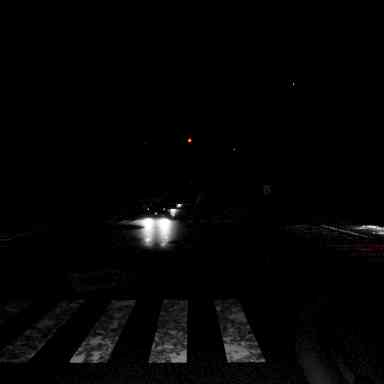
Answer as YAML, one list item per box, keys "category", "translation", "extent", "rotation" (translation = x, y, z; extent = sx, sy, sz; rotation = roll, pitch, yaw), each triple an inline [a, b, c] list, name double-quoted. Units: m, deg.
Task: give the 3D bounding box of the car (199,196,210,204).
- category: "car"
  translation: [2.355, 1.641, 47.217]
  extent: [1.802, 1.307, 4.206]
  rotation: [0, 0, 0]

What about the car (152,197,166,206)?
- category: "car"
  translation: [-5.655, 1.634, 58.249]
  extent: [2.008, 1.369, 4.403]
  rotation: [0, 0, 0]

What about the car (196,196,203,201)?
- category: "car"
  translation: [2.003, 1.698, 90.163]
  extent: [1.812, 1.442, 4.674]
  rotation: [0, 0, 0]

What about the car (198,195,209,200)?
- category: "car"
  translation: [2.362, 1.637, 52.728]
  extent: [1.947, 1.339, 4.313]
  rotation: [0, 0, 0]

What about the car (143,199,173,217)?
- category: "car"
  translation: [-3.172, 1.634, 32.088]
  extent: [1.895, 1.301, 4.718]
  rotation: [0, 0, 1]

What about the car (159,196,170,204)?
- category: "car"
  translation: [-5.640, 1.552, 69.271]
  extent: [1.967, 1.590, 4.097]
  rotation: [0, 0, 0]

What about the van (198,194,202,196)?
- category: "van"
  translation: [2.370, 1.424, 58.238]
  extent: [1.690, 1.788, 3.998]
  rotation: [0, 0, 0]

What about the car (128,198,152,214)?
- category: "car"
  translation: [-5.685, 1.480, 36.206]
  extent: [1.967, 1.590, 4.097]
  rotation: [0, 0, 0]

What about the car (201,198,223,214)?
- category: "car"
  translation: [2.340, 1.606, 36.194]
  extent: [1.947, 1.339, 4.313]
  rotation: [0, 0, 0]

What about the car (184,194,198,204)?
- category: "car"
  translation: [-0.259, 1.661, 63.761]
  extent: [1.994, 1.385, 4.181]
  rotation: [0, 0, 0]

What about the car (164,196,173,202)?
- category: "car"
  translation: [-5.625, 1.694, 80.292]
  extent: [2.008, 1.369, 4.403]
  rotation: [0, 0, 0]

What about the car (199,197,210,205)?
- category: "car"
  translation: [2.377, 1.647, 63.749]
  extent: [2.008, 1.369, 4.403]
  rotation: [0, 0, 0]

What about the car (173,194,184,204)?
- category: "car"
  translation: [-3.051, 1.661, 63.552]
  extent: [1.994, 1.385, 4.181]
  rotation: [0, 0, 1]

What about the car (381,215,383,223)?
- category: "car"
  translation: [14.185, 1.511, 20.715]
  extent: [4.181, 1.385, 1.994]
  rotation: [0, 0, 0]

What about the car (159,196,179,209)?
- category: "car"
  translation: [-3.140, 1.620, 45.516]
  extent: [1.994, 1.385, 4.181]
  rotation: [0, 0, 0]

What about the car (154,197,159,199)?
- category: "car"
  translation: [-5.677, 1.489, 41.717]
  extent: [1.967, 1.590, 4.097]
  rotation: [0, 0, 0]

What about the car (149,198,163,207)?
- category: "car"
  translation: [-5.662, 1.653, 52.738]
  extent: [1.802, 1.307, 4.206]
  rotation: [0, 0, 0]
